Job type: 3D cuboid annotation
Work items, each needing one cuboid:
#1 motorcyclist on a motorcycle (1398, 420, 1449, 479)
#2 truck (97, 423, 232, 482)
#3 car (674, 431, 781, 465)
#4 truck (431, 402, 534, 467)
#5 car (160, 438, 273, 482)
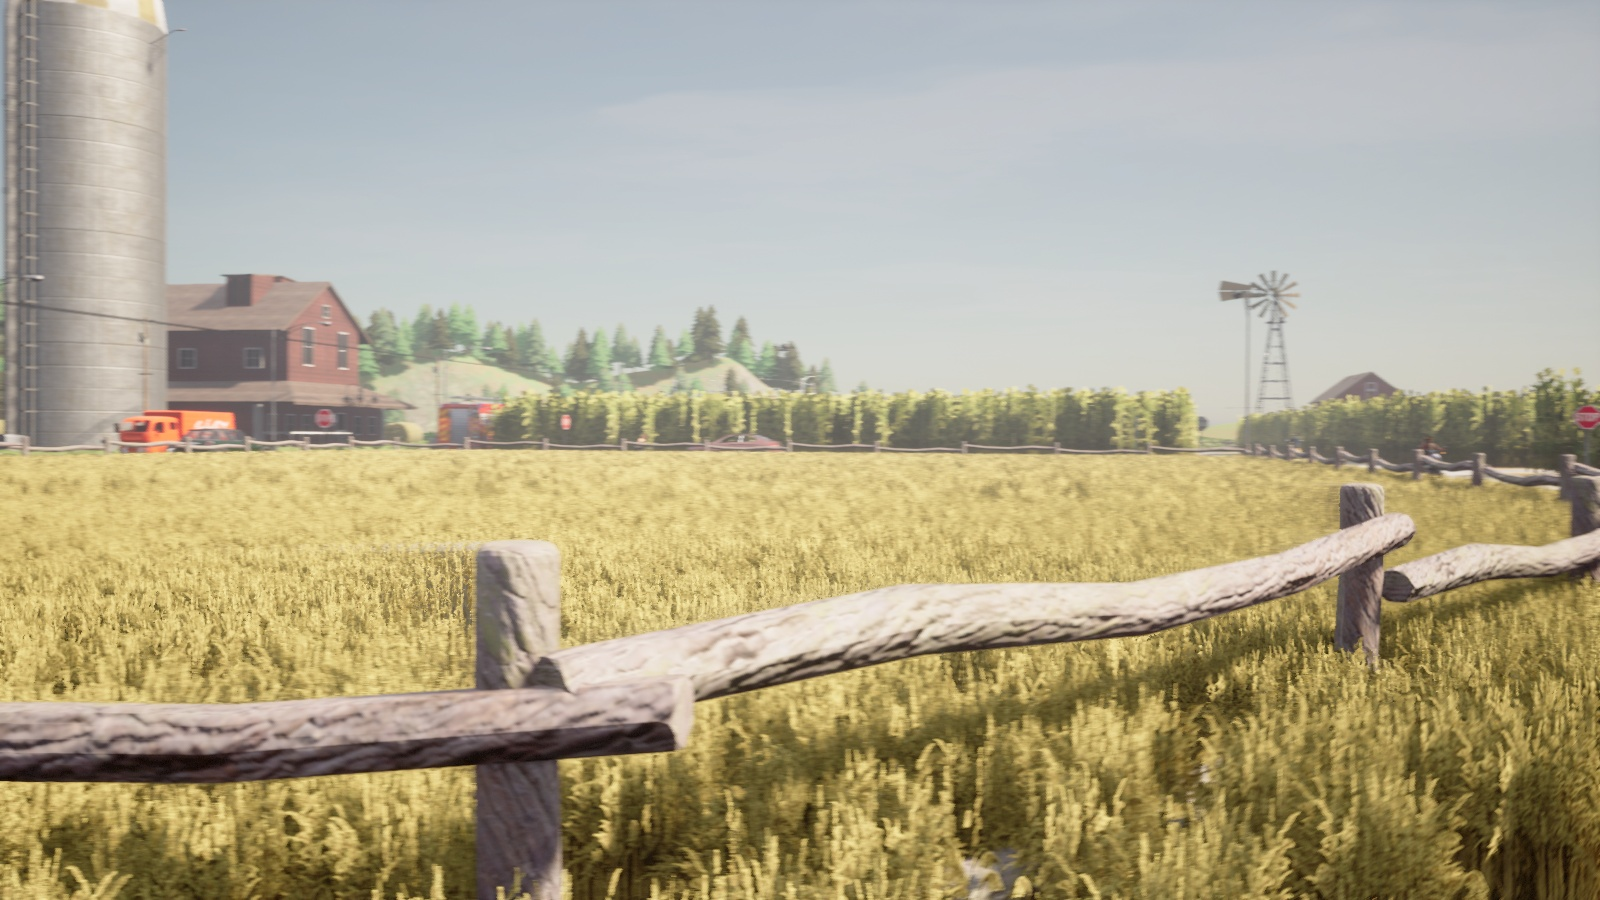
[{"bbox_3d":[18.260,-0.042,36.797,0.766,1.649,2.350,-1,1,12],"label":"motorcyclist on a motorcycle"},{"bbox_3d":[-28.308,0.079,56.171,2.627,2.467,5.204,-1,1,13],"label":"truck"},{"bbox_3d":[-3.694,-0.102,64.292,5.027,1.651,2.152,-1,1,12],"label":"car"},{"bbox_3d":[-19.990,-0.982,79.610,2.891,3.827,8.468,-1,1,12],"label":"truck"},{"bbox_3d":[-25.143,0.399,54.312,2.097,1.767,4.553,-1,1,12],"label":"car"}]
